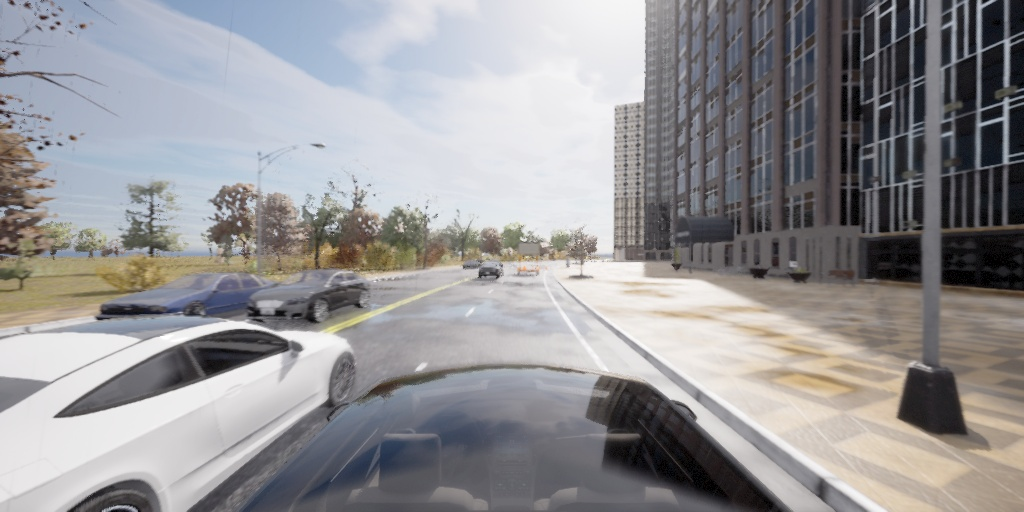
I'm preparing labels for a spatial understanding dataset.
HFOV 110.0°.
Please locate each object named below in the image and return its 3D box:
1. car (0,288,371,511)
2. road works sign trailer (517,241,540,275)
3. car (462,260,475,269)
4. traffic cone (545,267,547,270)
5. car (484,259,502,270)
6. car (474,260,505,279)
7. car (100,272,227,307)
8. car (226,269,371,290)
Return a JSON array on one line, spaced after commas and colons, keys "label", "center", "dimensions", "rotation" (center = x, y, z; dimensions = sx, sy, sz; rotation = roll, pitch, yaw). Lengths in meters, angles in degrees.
[{"label": "car", "center": [-3.122, 1.260, 3.193], "dimensions": [1.812, 1.442, 4.674], "rotation": [0, 0, 0]}, {"label": "road works sign trailer", "center": [1.813, 0.226, 38.811], "dimensions": [2.380, 3.560, 2.880], "rotation": [0, 0, 7]}, {"label": "car", "center": [-6.126, 1.282, 54.132], "dimensions": [1.994, 1.385, 4.181], "rotation": [0, 0, 8]}, {"label": "traffic cone", "center": [4.913, 1.734, 51.539], "dimensions": [0.340, 0.580, 0.340], "rotation": [0, 0, 7]}, {"label": "car", "center": [-2.824, 1.262, 54.277], "dimensions": [1.812, 1.442, 4.674], "rotation": [0, 0, 8]}, {"label": "car", "center": [-1.879, 1.268, 32.490], "dimensions": [1.812, 1.442, 4.674], "rotation": [0, 0, 5]}, {"label": "car", "center": [-9.713, 1.250, 11.705], "dimensions": [2.033, 1.411, 5.357], "rotation": [0, 0, 2]}, {"label": "car", "center": [-6.433, 1.210, 12.004], "dimensions": [2.128, 1.511, 4.902], "rotation": [0, 0, 2]}]
